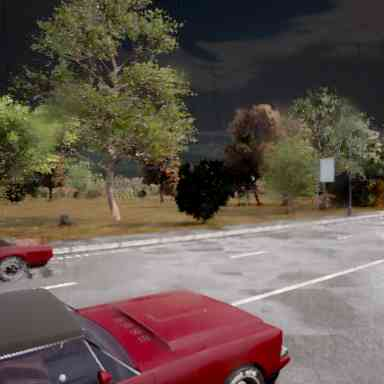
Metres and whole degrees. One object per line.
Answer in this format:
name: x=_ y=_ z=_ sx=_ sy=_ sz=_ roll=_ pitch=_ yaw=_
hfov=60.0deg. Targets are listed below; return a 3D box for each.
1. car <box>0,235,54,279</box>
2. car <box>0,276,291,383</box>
car: x=-6.128 y=1.625 z=8.276 sx=4.718 sy=1.301 sz=1.895 roll=0 pitch=0 yaw=-36
car: x=-1.300 y=1.609 z=2.896 sx=4.718 sy=1.301 sz=1.895 roll=0 pitch=0 yaw=-36
